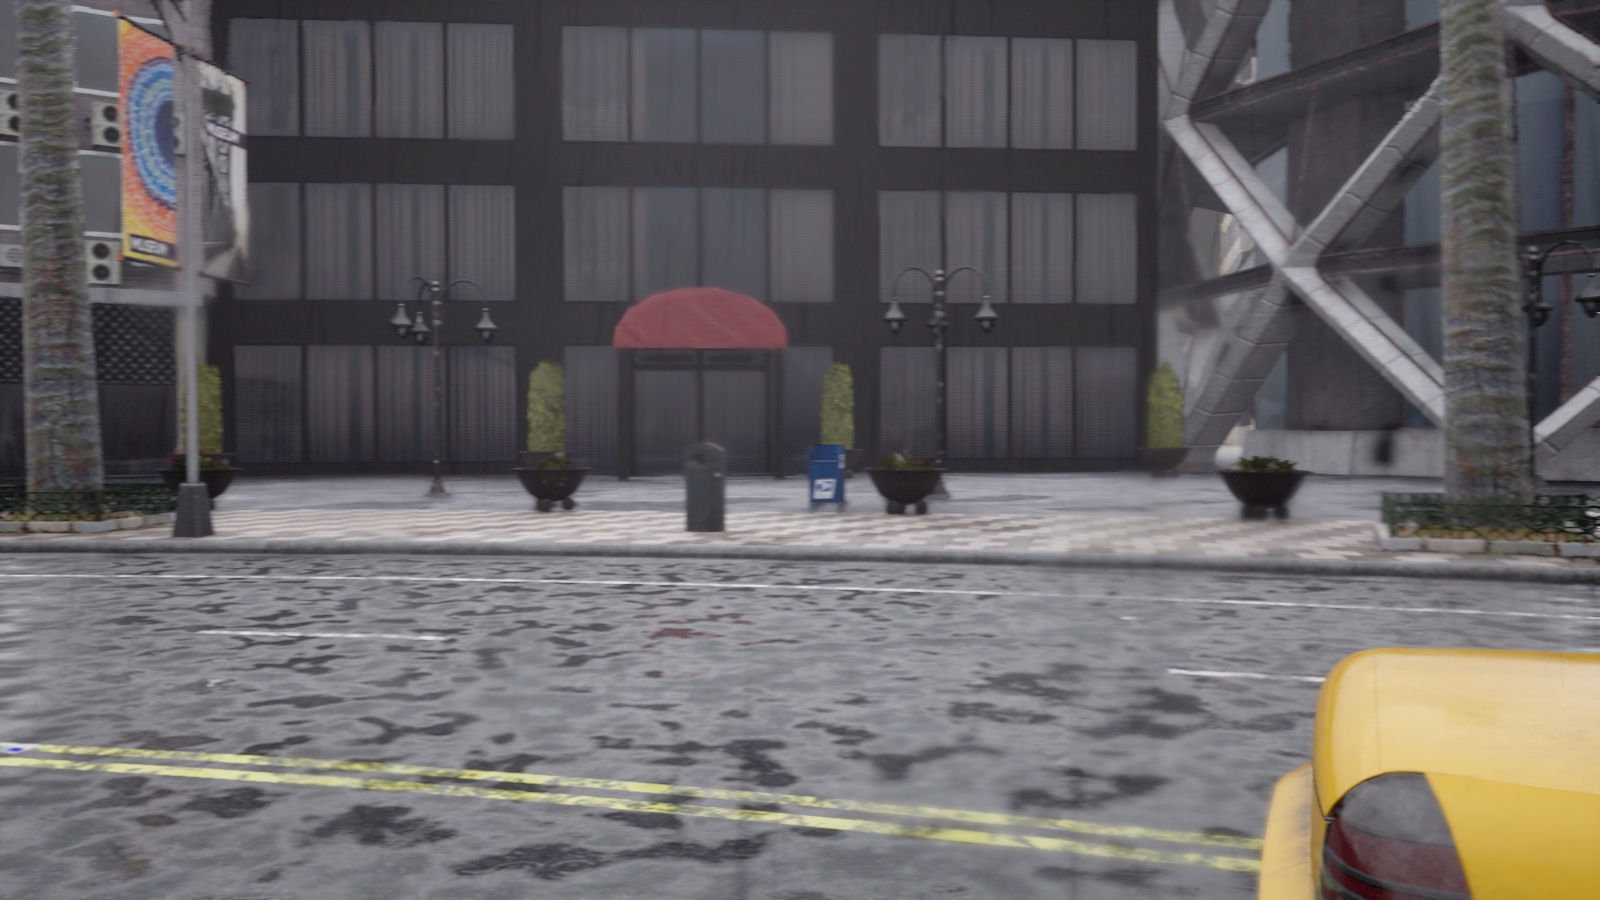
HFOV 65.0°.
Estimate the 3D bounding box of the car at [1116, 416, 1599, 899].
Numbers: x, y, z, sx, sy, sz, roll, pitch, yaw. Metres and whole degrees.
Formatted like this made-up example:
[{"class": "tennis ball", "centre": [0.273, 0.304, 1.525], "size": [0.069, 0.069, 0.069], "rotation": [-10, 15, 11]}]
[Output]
[{"class": "car", "centre": [3.363, 0.742, 1.941], "size": [5.366, 1.575, 1.801], "rotation": [1, 1, 23]}]
